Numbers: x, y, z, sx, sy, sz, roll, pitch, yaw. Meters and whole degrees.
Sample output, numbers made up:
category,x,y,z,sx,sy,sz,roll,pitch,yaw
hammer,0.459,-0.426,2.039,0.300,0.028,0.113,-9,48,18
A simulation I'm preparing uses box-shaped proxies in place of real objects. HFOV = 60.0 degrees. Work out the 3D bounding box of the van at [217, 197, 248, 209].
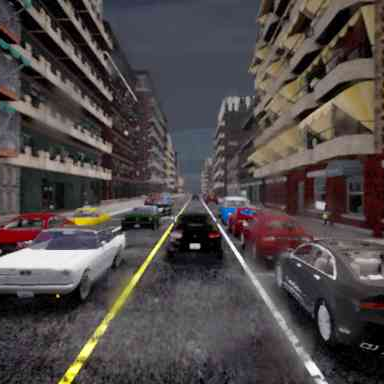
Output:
category,x,y,z,sx,sy,sz,roll,pitch,yaw
van,2.931,1.253,23.067,1.690,1.788,3.998,1,0,1

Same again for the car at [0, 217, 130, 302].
category,x,y,z,sx,sy,sz,roll,pitch,yaw
car,-3.027,1.547,8.271,1.895,1.301,4.718,0,0,0

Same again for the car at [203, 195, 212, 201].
category,x,y,z,sx,sy,sz,roll,pitch,yaw
car,3.475,1.308,74.022,1.802,1.307,4.206,1,0,1

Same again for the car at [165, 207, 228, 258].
category,x,y,z,sx,sy,sz,roll,pitch,yaw
car,0.116,1.470,12.403,1.812,1.442,4.674,0,0,1

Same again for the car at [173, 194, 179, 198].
category,x,y,z,sx,sy,sz,roll,pitch,yaw
car,-4.724,1.160,90.927,1.752,1.417,4.829,1,0,1

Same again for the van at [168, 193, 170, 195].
category,x,y,z,sx,sy,sz,roll,pitch,yaw
van,-5.023,1.061,62.788,1.690,1.788,3.998,1,0,1

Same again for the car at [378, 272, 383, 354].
category,x,y,z,sx,sy,sz,roll,pitch,yaw
car,2.691,1.535,0.816,1.752,1.417,4.829,1,0,1

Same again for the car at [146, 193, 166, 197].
category,x,y,z,sx,sy,sz,roll,pitch,yaw
car,-5.204,1.096,45.803,2.192,1.841,5.009,1,0,1

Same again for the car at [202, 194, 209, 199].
category,x,y,z,sx,sy,sz,roll,pitch,yaw
car,3.657,1.243,91.008,1.947,1.339,4.313,1,0,1

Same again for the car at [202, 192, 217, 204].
category,x,y,z,sx,sy,sz,roll,pitch,yaw
car,3.296,1.097,57.037,2.192,1.841,5.009,1,0,1

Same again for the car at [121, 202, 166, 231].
category,x,y,z,sx,sy,sz,roll,pitch,yaw
car,-2.892,1.497,19.862,1.895,1.301,4.718,0,0,1

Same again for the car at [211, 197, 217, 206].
category,x,y,z,sx,sy,sz,roll,pitch,yaw
car,2.989,1.439,28.730,2.008,1.369,4.403,1,0,1

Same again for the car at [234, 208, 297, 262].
category,x,y,z,sx,sy,sz,roll,pitch,yaw
car,2.808,1.505,11.744,1.887,1.381,4.507,1,0,1

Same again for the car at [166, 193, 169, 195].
category,x,y,z,sx,sy,sz,roll,pitch,yaw
car,-5.146,1.311,51.465,2.008,1.369,4.403,1,0,1

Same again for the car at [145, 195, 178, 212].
category,x,y,z,sx,sy,sz,roll,pitch,yaw
car,-2.692,1.352,30.251,2.128,1.511,4.902,0,0,1

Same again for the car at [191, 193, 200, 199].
category,x,y,z,sx,sy,sz,roll,pitch,yaw
car,0.901,1.100,85.313,2.128,1.511,4.902,0,0,1

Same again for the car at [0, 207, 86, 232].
category,x,y,z,sx,sy,sz,roll,pitch,yaw
car,-5.572,1.462,11.833,1.887,1.381,4.507,1,0,1

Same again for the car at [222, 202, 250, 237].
category,x,y,z,sx,sy,sz,roll,pitch,yaw
car,2.869,1.480,17.405,1.887,1.381,4.507,1,0,1

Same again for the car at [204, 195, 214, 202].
category,x,y,z,sx,sy,sz,roll,pitch,yaw
car,3.417,1.269,68.532,1.752,1.417,4.829,1,0,1

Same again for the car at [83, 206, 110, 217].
category,x,y,z,sx,sy,sz,roll,pitch,yaw
car,-5.513,1.419,17.325,1.752,1.417,4.829,1,0,1

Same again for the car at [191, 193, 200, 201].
category,x,y,z,sx,sy,sz,roll,pitch,yaw
car,0.790,1.202,74.891,1.837,1.490,4.892,0,0,1

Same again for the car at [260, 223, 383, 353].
category,x,y,z,sx,sy,sz,roll,pitch,yaw
car,2.746,1.536,6.082,2.008,1.369,4.403,1,0,1
